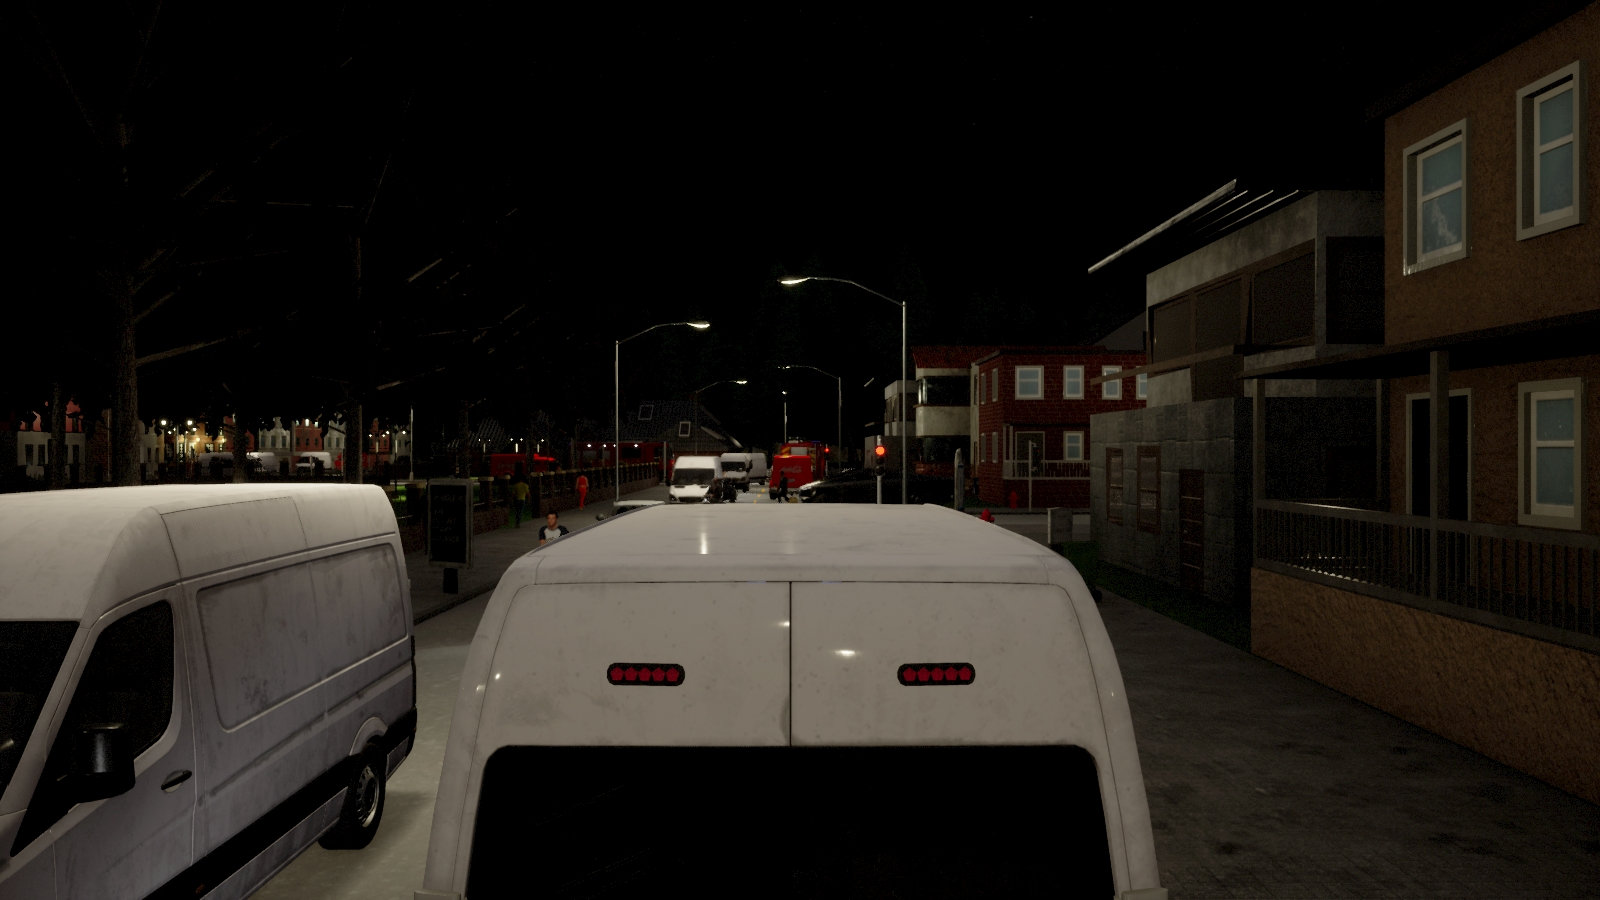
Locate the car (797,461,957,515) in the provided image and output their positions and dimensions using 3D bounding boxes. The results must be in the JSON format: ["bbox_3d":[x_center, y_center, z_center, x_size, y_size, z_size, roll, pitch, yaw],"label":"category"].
[{"bbox_3d":[3.112,1.534,46.996,6.274,2.098,2.390,0,0,-5],"label":"car"}]

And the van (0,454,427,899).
[{"bbox_3d":[-4.032,1.314,6.374,1.988,2.561,5.915,0,0,0],"label":"van"}]

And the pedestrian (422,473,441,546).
[{"bbox_3d":[-9.520,1.525,29.534,0.375,1.860,0.375,0,0,-1],"label":"pedestrian"}]

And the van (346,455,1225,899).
[{"bbox_3d":[-0.041,1.314,5.541,1.988,2.561,5.915,0,0,0],"label":"van"}]

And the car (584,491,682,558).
[{"bbox_3d":[-4.178,1.845,29.174,1.970,1.475,3.806,0,0,0],"label":"car"}]

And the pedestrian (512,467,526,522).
[{"bbox_3d":[-9.620,1.526,39.106,0.375,1.860,0.375,0,0,0],"label":"pedestrian"}]

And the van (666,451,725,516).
[{"bbox_3d":[-4.332,1.314,48.084,1.988,2.561,5.915,0,0,0],"label":"van"}]
